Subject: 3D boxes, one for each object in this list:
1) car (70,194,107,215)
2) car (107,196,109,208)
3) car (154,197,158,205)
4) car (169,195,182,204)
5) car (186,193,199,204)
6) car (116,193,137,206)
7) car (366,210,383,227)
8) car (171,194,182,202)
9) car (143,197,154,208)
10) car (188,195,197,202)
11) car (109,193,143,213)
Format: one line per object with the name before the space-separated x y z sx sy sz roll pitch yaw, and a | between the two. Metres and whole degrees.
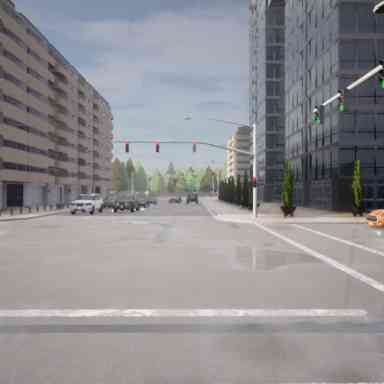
car | -10.928 1.220 34.940 2.150 2.045 5.566 0 0 -1
car | -10.867 1.350 44.784 2.097 1.767 4.553 0 0 1
car | -7.187 1.561 58.379 1.994 1.385 4.181 0 0 1
car | -3.432 1.523 64.244 1.812 1.442 4.674 0 0 1
car | 0.062 1.219 63.825 2.150 2.045 5.566 0 0 1
car | -10.736 1.219 54.985 2.150 2.045 5.566 0 0 1
car | 13.579 1.407 21.101 4.553 1.767 2.097 0 0 0
car | -3.410 1.352 74.261 2.097 1.767 4.553 0 0 1
car | -7.325 1.545 48.359 2.033 1.411 5.357 0 0 1
car | 0.098 1.497 74.538 1.837 1.490 4.892 0 0 1
car | -7.419 1.220 38.114 2.150 2.045 5.566 0 0 1
